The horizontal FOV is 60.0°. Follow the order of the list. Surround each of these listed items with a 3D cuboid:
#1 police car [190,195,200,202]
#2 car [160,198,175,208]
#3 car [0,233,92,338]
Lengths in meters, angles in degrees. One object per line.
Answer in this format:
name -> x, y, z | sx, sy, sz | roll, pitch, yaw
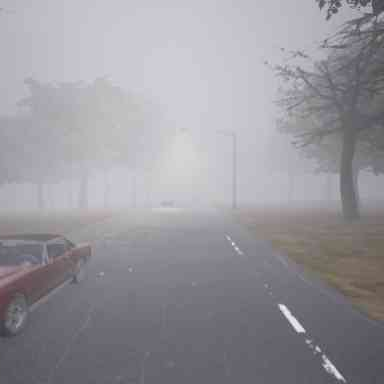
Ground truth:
police car -> 1.046, 1.563, 81.169 | 1.930, 1.638, 5.238 | 0, 0, 0
car -> -3.580, 1.599, 49.257 | 1.895, 1.301, 4.718 | 0, 0, 0
car -> -3.601, 1.580, 6.693 | 1.895, 1.301, 4.718 | 0, 0, 0
